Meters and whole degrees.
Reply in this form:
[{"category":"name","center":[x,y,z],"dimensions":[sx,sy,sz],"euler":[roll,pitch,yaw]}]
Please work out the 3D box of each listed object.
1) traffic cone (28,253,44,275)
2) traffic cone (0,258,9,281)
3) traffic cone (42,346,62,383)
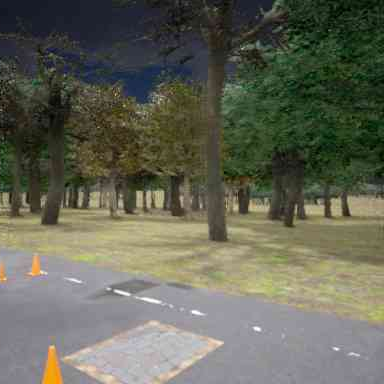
[{"category":"traffic cone","center":[-4.539,2.079,9.688],"dimensions":[0.340,0.580,0.340],"euler":[0,-1,37]},{"category":"traffic cone","center":[-5.140,2.061,8.889],"dimensions":[0.340,0.580,0.340],"euler":[0,-1,37]},{"category":"traffic cone","center":[-1.550,2.007,3.683],"dimensions":[0.340,0.580,0.340],"euler":[0,-1,37]}]
